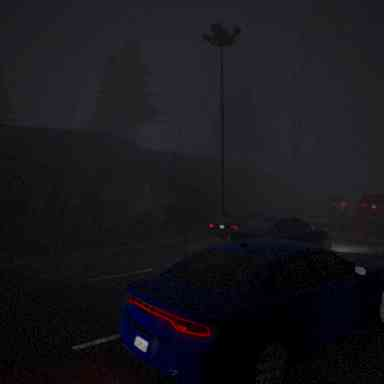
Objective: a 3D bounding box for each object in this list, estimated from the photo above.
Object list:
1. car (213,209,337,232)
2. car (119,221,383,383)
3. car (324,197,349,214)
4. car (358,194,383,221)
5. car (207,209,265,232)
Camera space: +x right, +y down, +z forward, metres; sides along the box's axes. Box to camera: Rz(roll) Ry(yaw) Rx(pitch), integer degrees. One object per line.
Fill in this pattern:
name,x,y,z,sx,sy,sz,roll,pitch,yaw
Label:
car,3.052,1.519,11.422,4.674,1.442,1.812,0,0,-44
car,1.363,1.476,5.171,5.008,1.535,1.882,0,0,-39
car,15.457,1.294,35.443,2.097,1.767,4.553,0,0,28
car,14.453,1.162,26.284,2.150,2.045,5.566,0,0,30
car,2.980,1.546,16.212,2.033,1.411,5.357,0,0,42
